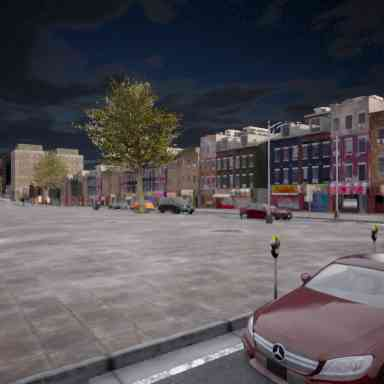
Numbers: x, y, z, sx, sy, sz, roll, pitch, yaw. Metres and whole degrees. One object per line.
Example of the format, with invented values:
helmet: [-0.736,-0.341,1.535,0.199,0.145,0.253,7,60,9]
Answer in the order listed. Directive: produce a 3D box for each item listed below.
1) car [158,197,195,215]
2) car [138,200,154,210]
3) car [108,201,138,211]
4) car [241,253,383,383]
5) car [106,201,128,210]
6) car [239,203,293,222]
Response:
car: [-1.945,1.627,39.448,2.150,2.045,5.566,0,0,-36]
car: [-7.944,2.038,52.872,2.097,1.767,4.553,0,-1,-36]
car: [-10.898,2.238,52.099,2.128,1.511,4.902,0,-1,-36]
car: [2.578,1.582,4.642,4.206,1.307,1.802,0,0,-35]
car: [-13.819,2.395,61.059,2.128,1.511,4.902,0,-1,-35]
car: [6.166,1.679,28.121,1.882,1.535,5.008,0,-1,-36]
